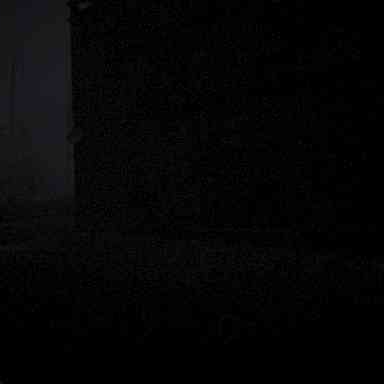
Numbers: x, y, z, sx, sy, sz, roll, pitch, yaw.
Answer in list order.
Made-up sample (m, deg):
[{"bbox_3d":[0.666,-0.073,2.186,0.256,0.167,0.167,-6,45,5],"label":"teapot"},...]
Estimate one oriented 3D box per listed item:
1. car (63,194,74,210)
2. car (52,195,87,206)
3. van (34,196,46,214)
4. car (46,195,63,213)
[{"bbox_3d":[-20.358,1.524,49.926,4.674,1.452,2.002,-3,2,24],"label":"car"},{"bbox_3d":[-19.293,1.332,52.367,4.892,1.521,2.231,-3,2,24],"label":"car"},{"bbox_3d":[-22.485,1.568,44.755,4.442,1.987,1.878,-3,2,24],"label":"van"},{"bbox_3d":[-21.473,1.645,47.371,4.892,1.521,2.231,-3,2,24],"label":"car"}]
